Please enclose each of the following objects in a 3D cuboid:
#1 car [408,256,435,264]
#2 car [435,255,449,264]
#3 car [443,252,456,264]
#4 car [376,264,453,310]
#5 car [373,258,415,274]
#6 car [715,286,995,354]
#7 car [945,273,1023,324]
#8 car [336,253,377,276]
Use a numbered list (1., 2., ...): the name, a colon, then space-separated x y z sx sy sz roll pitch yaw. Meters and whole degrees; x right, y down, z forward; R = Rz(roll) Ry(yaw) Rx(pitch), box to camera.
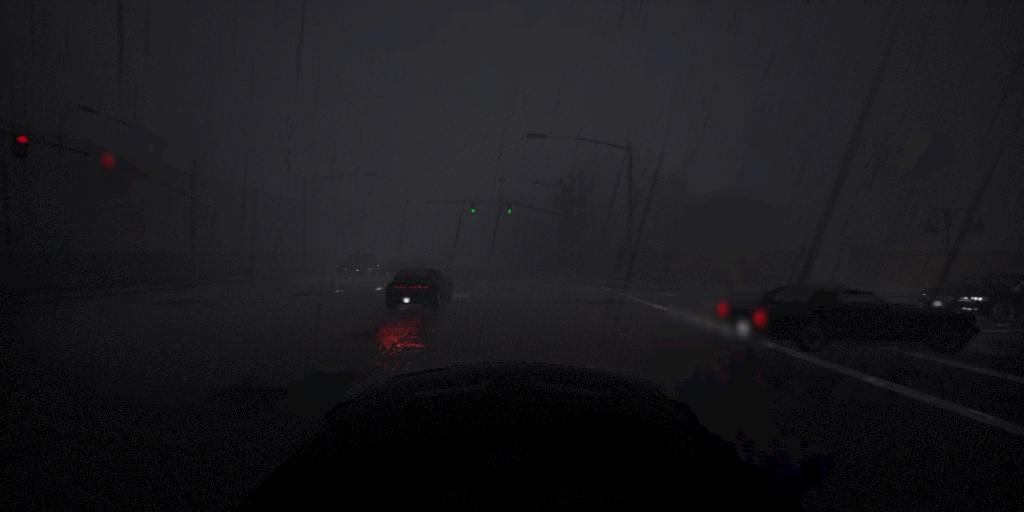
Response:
1. car: -11.080 0.949 43.234 1.882 1.535 5.008 0 1 0
2. car: -11.165 0.914 53.486 1.895 1.301 4.718 0 1 -1
3. car: -11.293 0.334 63.868 2.150 2.045 5.566 0 1 -1
4. car: -3.579 1.225 14.474 1.837 1.490 4.892 0 0 -1
5. car: -11.011 1.180 33.833 1.895 1.301 4.718 0 1 -1
6. car: 7.548 1.388 8.311 4.718 1.301 1.895 1 0 -1
7. car: 16.423 1.328 11.869 4.902 1.511 2.128 0 0 -2
8. car: -14.510 0.784 34.030 2.150 2.045 5.566 0 1 -1
